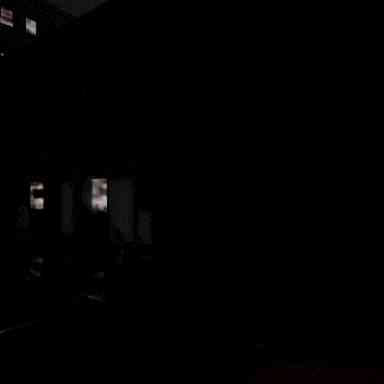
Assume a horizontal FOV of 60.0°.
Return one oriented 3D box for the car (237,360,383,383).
[{"bbox_3d":[2.168,1.525,1.328,4.829,1.417,1.752,0,0,36],"label":"car"}]
